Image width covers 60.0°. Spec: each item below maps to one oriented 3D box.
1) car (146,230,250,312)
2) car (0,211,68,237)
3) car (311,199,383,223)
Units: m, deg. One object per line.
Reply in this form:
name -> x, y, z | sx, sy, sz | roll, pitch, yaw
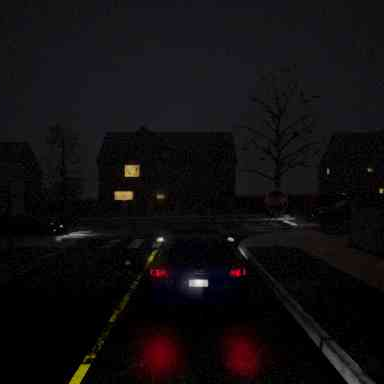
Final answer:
car -> 0.092, 1.564, 7.818 | 1.994, 1.385, 4.181 | 0, 0, -1
car -> -9.239, 1.762, 18.657 | 4.181, 1.385, 1.994 | -1, 1, 5
car -> 10.297, 1.215, 21.941 | 4.674, 1.442, 1.812 | -1, 1, 0
